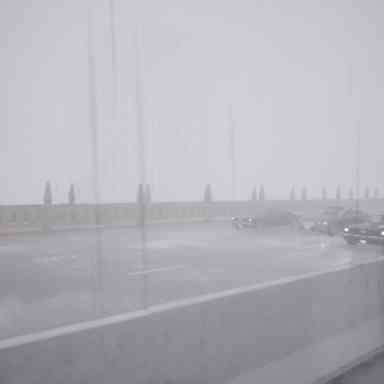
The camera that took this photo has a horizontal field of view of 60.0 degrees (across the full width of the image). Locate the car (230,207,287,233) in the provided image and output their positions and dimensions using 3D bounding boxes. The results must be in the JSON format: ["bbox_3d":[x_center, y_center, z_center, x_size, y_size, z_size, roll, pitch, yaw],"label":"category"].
[{"bbox_3d":[4.541,1.610,19.932,4.718,1.301,1.895,0,0,-34],"label":"car"}]

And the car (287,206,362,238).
[{"bbox_3d":[7.743,1.502,17.871,4.902,1.511,2.128,0,0,-34],"label":"car"}]

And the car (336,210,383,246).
[{"bbox_3d":[8.451,1.610,14.126,4.718,1.301,1.895,0,0,-34],"label":"car"}]
